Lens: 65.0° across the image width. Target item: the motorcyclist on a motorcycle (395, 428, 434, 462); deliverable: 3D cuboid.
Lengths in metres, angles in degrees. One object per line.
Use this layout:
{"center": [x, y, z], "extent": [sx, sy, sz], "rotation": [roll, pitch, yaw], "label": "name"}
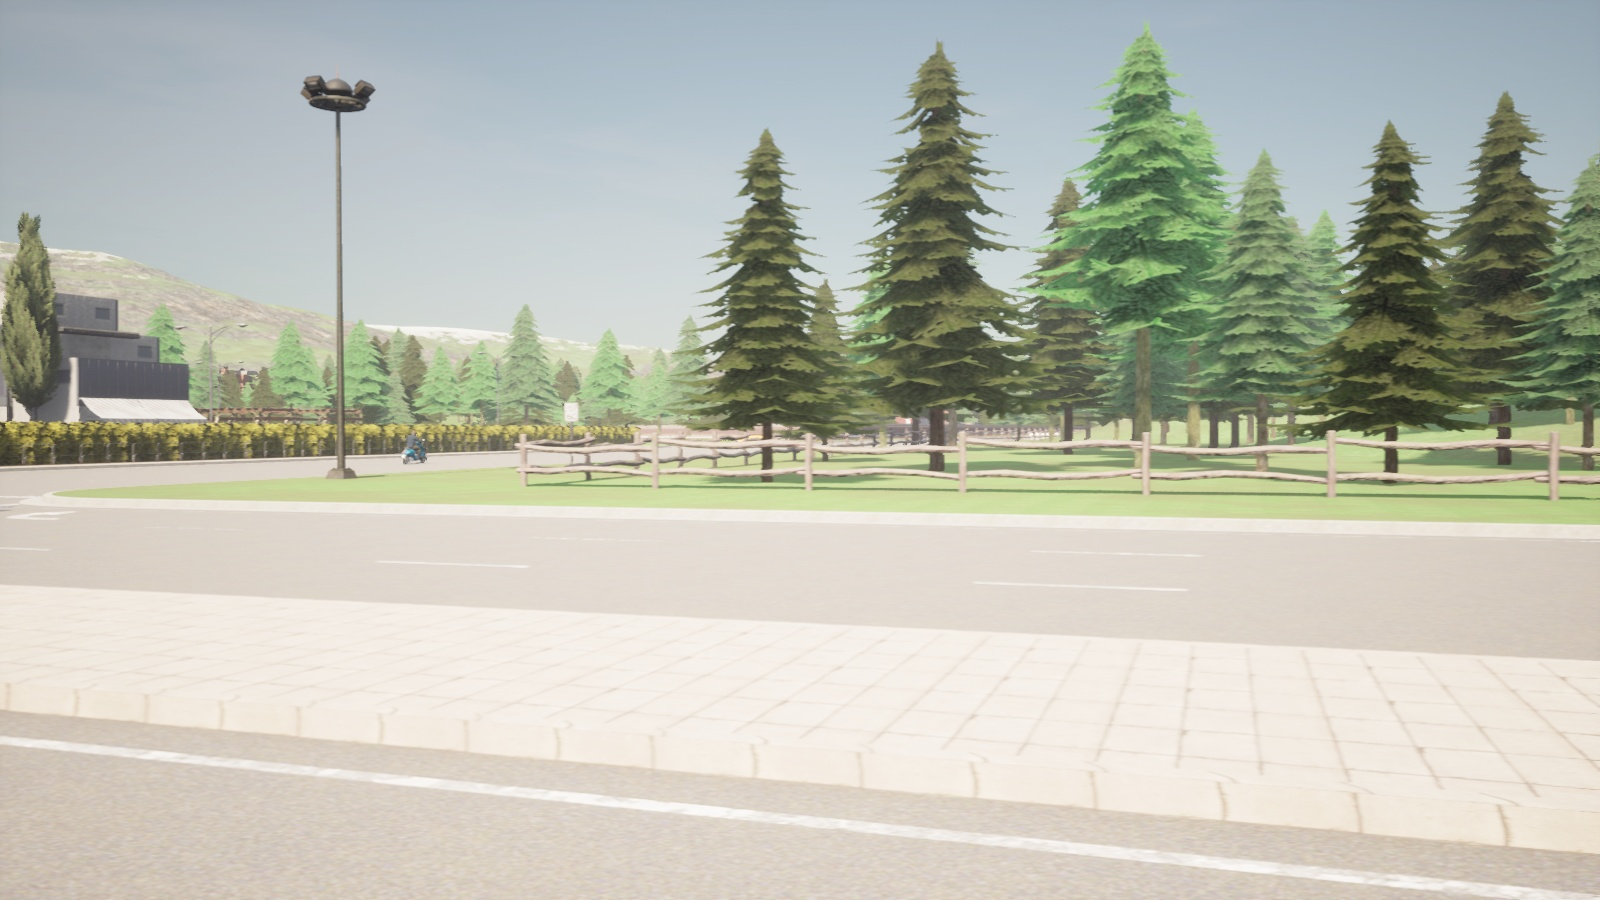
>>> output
{"center": [-18.499, -0.256, 60.344], "extent": [0.866, 1.590, 1.817], "rotation": [1, 1, 20], "label": "motorcyclist on a motorcycle"}
